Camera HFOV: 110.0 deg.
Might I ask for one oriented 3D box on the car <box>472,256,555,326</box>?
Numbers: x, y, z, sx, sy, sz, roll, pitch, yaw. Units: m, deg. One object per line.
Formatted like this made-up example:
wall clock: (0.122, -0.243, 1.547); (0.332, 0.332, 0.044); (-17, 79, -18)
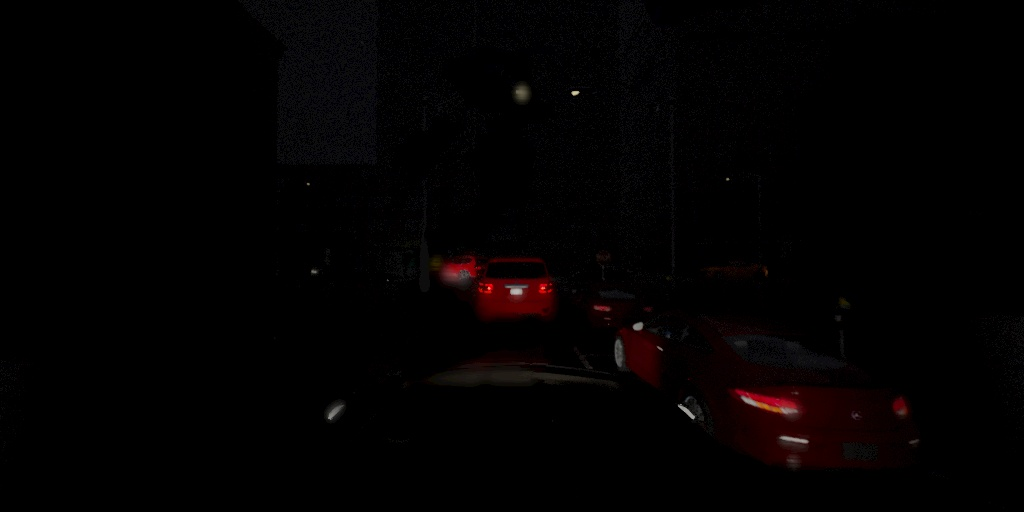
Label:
car: (0.119, 1.002, 11.889); (2.150, 2.045, 5.566); (0, 0, 0)

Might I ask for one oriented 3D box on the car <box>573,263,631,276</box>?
car: (7.309, 1.305, 29.336); (4.674, 1.442, 1.812); (-1, -1, 0)

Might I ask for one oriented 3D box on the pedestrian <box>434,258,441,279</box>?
pedestrian: (-6.776, 1.119, 32.331); (0.375, 1.860, 0.375); (0, -1, 0)

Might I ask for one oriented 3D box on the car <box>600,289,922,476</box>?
car: (2.642, 1.340, 4.792); (1.802, 1.307, 4.207); (0, 0, 0)

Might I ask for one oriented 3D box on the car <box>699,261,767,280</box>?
car: (17.988, 1.162, 29.271); (5.008, 1.535, 1.882); (0, -1, 0)

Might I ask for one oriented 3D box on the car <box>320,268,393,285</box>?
car: (-11.381, 1.503, 26.487); (4.718, 1.301, 1.895); (-1, -1, 0)

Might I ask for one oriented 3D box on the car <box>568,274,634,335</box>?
car: (2.651, 1.355, 10.231); (1.802, 1.307, 4.207); (0, 0, 0)

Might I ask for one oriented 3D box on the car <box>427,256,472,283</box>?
car: (-4.366, 1.105, 29.261); (5.566, 2.045, 2.150); (-2, -4, 31)
